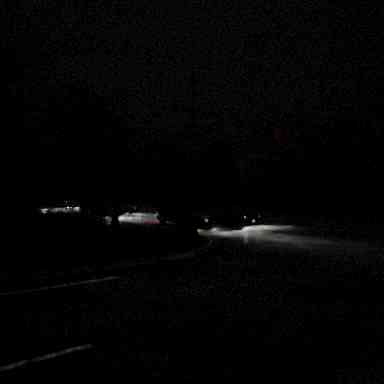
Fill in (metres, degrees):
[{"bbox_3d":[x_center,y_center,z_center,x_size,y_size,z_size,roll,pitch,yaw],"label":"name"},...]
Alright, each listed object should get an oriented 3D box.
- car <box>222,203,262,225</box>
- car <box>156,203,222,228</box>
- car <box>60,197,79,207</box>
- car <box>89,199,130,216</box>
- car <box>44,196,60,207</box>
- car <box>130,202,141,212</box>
[{"bbox_3d":[2.478,1.531,24.068,2.033,1.411,5.357,0,0,-37],"label":"car"},{"bbox_3d":[-0.575,1.486,22.283,2.128,1.511,4.902,0,0,-37],"label":"car"},{"bbox_3d":[-19.443,1.468,52.385,2.097,1.767,4.553,0,0,-38],"label":"car"},{"bbox_3d":[-8.462,1.493,32.619,2.128,1.511,4.902,0,0,-38],"label":"car"},{"bbox_3d":[-21.813,1.695,49.729,1.895,1.301,4.718,0,0,-38],"label":"car"},{"bbox_3d":[-7.524,1.490,37.096,2.128,1.511,4.902,0,0,-38],"label":"car"}]
